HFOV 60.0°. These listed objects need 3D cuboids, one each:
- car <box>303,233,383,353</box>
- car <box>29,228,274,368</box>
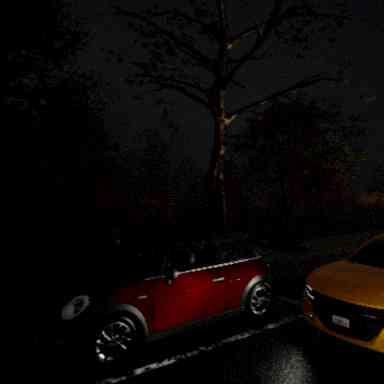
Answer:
[{"bbox_3d":[4.049,1.477,5.959,5.008,1.535,1.882,0,0,-35],"label":"car"},{"bbox_3d":[-0.526,1.440,5.711,4.097,1.590,1.967,0,1,-35],"label":"car"}]
